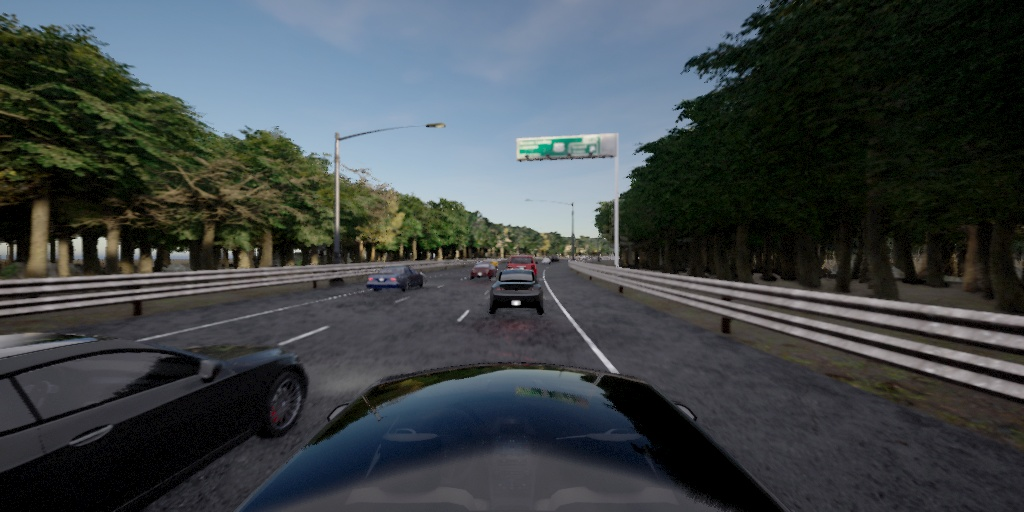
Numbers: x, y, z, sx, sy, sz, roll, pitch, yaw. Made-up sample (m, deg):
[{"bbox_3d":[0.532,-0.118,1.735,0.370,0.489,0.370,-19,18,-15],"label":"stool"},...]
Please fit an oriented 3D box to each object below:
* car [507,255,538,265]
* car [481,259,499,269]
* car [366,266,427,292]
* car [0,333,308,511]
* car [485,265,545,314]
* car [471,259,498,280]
[{"bbox_3d":[0.809,0.970,27.381,2.150,2.045,5.566,0,0,4],"label":"car"},{"bbox_3d":[-3.435,1.201,56.621,1.882,1.535,5.008,0,0,7],"label":"car"},{"bbox_3d":[-6.585,1.279,21.039,2.033,1.411,5.357,0,0,3],"label":"car"},{"bbox_3d":[-3.431,1.268,2.470,1.812,1.442,4.674,0,0,0],"label":"car"},{"bbox_3d":[0.205,1.256,13.929,1.837,1.490,4.892,0,0,2],"label":"car"},{"bbox_3d":[-2.388,1.265,31.099,1.812,1.442,4.674,0,0,4],"label":"car"}]
